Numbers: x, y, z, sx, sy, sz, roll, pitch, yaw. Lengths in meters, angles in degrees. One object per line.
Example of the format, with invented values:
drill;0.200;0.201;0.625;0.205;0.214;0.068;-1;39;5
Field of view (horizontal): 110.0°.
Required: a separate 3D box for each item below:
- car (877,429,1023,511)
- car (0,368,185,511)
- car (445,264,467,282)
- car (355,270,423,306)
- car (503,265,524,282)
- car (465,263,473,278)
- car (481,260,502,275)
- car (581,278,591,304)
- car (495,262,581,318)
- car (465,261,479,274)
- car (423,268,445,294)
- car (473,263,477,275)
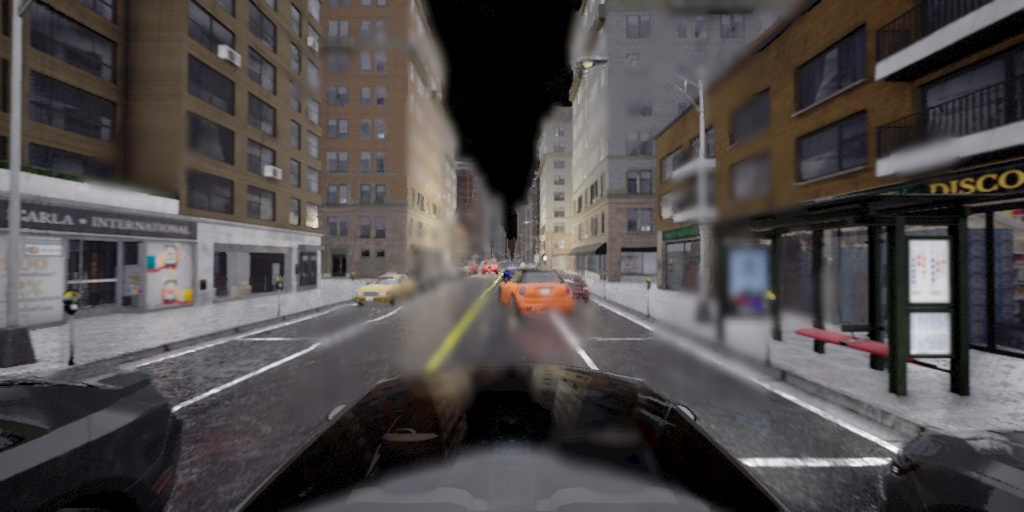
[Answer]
car;3.143;1.234;0.137;1.837;1.490;4.892;0;-1;0
car;-3.107;1.233;0.338;1.837;1.490;4.892;0;1;0
car;-5.827;1.706;33.848;2.007;1.370;4.403;0;0;0
car;-5.844;1.472;17.108;1.751;1.417;4.829;0;0;0
car;0.129;1.656;35.587;1.882;1.535;5.008;0;-1;0
car;-5.821;1.790;39.372;1.948;1.339;4.313;0;0;0
car;-2.985;1.586;50.499;2.150;2.045;5.566;0;-1;1
car;2.683;1.530;17.288;1.802;1.307;4.207;0;0;0
car;0.784;1.258;14.000;2.097;1.767;4.553;0;-1;-10
car;-5.810;1.676;50.418;2.192;1.841;5.009;0;0;0
car;-5.838;1.582;22.802;1.948;1.339;4.313;0;0;0
car;-5.816;1.875;44.895;1.802;1.307;4.207;0;0;0
